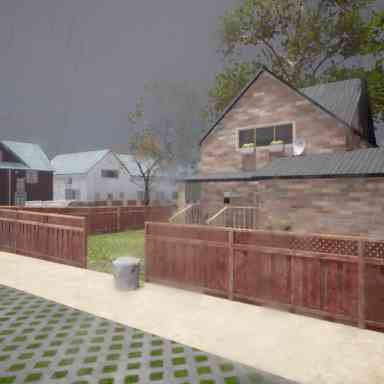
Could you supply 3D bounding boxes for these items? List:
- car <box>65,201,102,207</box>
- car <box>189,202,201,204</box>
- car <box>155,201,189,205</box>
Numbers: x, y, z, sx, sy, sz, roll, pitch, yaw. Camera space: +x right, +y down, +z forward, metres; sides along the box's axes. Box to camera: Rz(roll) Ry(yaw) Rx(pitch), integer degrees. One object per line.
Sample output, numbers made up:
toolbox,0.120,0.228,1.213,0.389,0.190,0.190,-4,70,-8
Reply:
car,-9.537,1.532,27.770,2.097,1.767,4.553,0,-1,37
car,0.919,1.804,36.827,2.128,1.511,4.902,0,0,37
car,-2.980,1.776,36.534,2.128,1.511,4.902,0,0,37
